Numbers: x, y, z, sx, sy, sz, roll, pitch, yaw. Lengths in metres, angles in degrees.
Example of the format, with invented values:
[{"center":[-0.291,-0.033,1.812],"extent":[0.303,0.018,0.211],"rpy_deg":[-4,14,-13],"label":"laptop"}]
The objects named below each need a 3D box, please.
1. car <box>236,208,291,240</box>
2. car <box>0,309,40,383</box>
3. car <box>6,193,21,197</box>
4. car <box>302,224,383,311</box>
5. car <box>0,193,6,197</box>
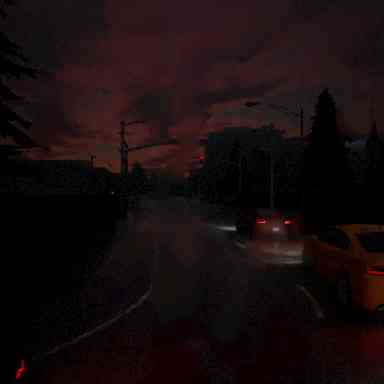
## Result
[{"center":[3.560,1.526,17.061],"extent":[1.812,1.442,4.674],"rpy_deg":[0,0,-5],"label":"car"},{"center":[-3.326,1.491,1.427],"extent":[4.902,1.511,2.128],"rpy_deg":[0,1,-36],"label":"car"},{"center":[-38.251,1.097,72.989],"extent":[1.932,1.855,4.605],"rpy_deg":[0,0,-5],"label":"car"},{"center":[3.999,1.478,7.745],"extent":[1.882,1.535,5.008],"rpy_deg":[0,0,6],"label":"car"},{"center":[-41.109,1.077,72.320],"extent":[1.905,1.878,3.866],"rpy_deg":[0,0,-5],"label":"car"}]
